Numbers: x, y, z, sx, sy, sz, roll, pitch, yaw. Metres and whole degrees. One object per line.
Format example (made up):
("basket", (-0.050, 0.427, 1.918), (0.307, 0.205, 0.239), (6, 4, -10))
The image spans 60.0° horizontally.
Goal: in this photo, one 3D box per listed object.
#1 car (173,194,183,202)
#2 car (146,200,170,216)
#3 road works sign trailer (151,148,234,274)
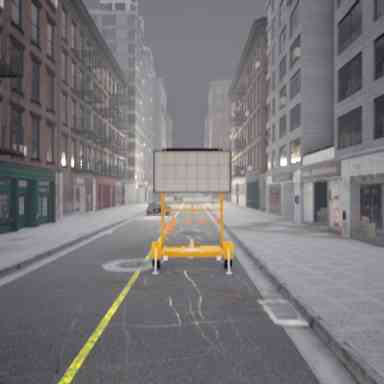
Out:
("car", (-2.981, 1.237, 71.457), (1.882, 1.535, 5.008), (0, 0, 0))
("car", (-3.091, 1.470, 31.018), (1.994, 1.385, 4.181), (0, 0, 0))
("road works sign trailer", (0.009, 0.434, 10.409), (2.380, 3.560, 2.880), (0, 0, 0))
